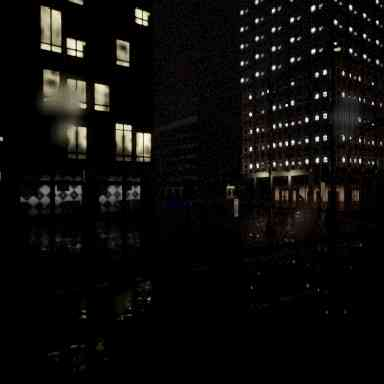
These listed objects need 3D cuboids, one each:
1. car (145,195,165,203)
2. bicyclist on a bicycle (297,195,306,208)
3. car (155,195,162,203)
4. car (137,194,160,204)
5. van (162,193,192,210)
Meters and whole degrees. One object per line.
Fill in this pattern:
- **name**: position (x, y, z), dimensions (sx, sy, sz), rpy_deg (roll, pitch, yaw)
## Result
- **car**: position (-7.045, 1.238, 63.222), dimensions (1.887, 1.381, 4.507), rpy_deg (0, 0, -34)
- **bicyclist on a bicycle**: position (12.848, 1.118, 39.129), dimensions (1.656, 1.620, 0.582), rpy_deg (-1, 1, -34)
- **car**: position (-3.936, 1.035, 58.637), dimensions (2.192, 1.841, 5.009), rpy_deg (0, 0, -34)
- **car**: position (-7.869, 1.204, 59.809), dimensions (1.882, 1.535, 5.008), rpy_deg (-1, 1, -34)
- **van**: position (-1.543, 1.210, 40.180), dimensions (1.690, 1.788, 3.998), rpy_deg (0, 0, -34)
